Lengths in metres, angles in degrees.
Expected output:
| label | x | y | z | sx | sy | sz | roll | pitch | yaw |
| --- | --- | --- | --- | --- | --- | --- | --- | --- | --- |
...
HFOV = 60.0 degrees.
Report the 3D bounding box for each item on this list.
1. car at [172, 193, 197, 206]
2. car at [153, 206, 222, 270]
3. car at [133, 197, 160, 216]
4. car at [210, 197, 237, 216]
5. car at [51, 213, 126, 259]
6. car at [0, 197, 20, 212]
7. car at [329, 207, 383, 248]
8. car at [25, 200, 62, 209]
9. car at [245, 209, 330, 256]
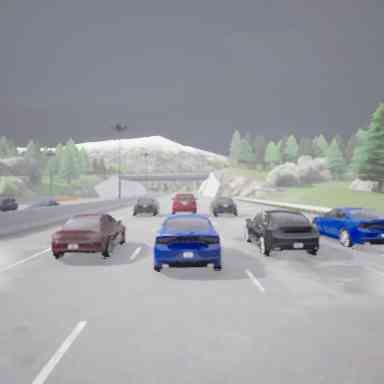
| label | x | y | z | sx | sy | sz | roll | pitch | yaw |
| --- | --- | --- | --- | --- | --- | --- | --- | --- | --- |
| car | -0.677 | 1.107 | 30.399 | 2.150 | 2.045 | 5.566 | 0 | 0 | -2 |
| car | -0.161 | 1.436 | 10.897 | 1.882 | 1.535 | 5.008 | 0 | 0 | -1 |
| car | -4.203 | 1.258 | 31.411 | 2.097 | 1.767 | 4.553 | 0 | 0 | -2 |
| car | 2.821 | 1.212 | 30.549 | 2.097 | 1.767 | 4.553 | 0 | 0 | -2 |
| car | -3.704 | 1.502 | 12.494 | 1.812 | 1.442 | 4.674 | 0 | 0 | -1 |
| car | -18.357 | 1.356 | 31.533 | 2.097 | 1.767 | 4.553 | 0 | 0 | -1 |
| car | 6.755 | 1.374 | 14.208 | 1.882 | 1.535 | 5.008 | 0 | 0 | -1 |
| car | -14.889 | 1.520 | 33.741 | 2.033 | 1.411 | 5.357 | 0 | 0 | -1 |
| car | 3.288 | 1.431 | 12.886 | 1.837 | 1.490 | 4.892 | 0 | 0 | -1 |
